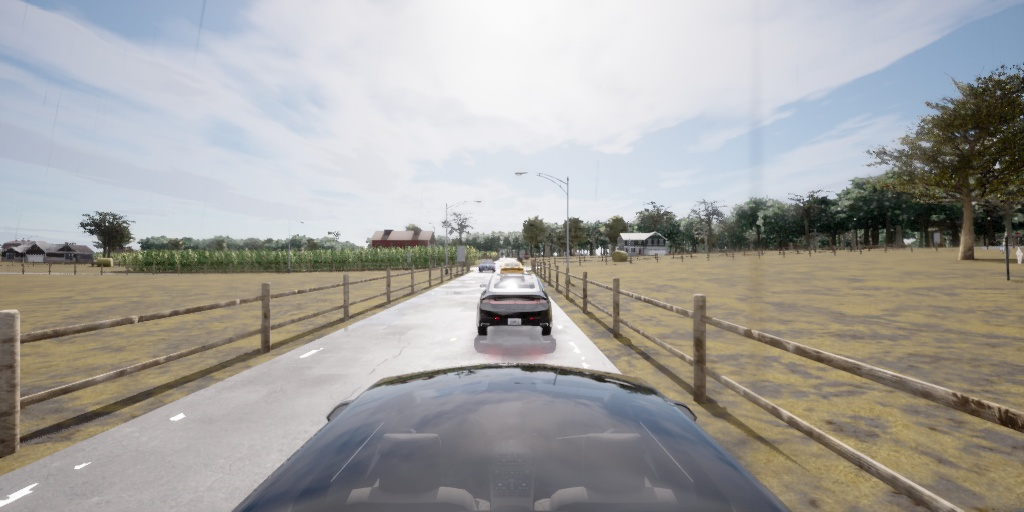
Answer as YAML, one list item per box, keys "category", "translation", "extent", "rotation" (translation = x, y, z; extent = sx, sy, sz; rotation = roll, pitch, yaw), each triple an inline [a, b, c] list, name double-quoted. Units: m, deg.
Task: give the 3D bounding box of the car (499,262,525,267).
- category: "car"
  translation: [0.006, 1.194, 29.046]
  extent: [1.882, 1.535, 5.008]
  rotation: [0, 0, 0]

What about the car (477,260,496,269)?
- category: "car"
  translation: [-2.909, 1.203, 42.584]
  extent: [1.812, 1.442, 4.674]
  rotation: [0, 0, 0]

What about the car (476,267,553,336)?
- category: "car"
  translation: [0.065, 1.241, 10.389]
  extent: [2.128, 1.511, 4.902]
  rotation: [0, 0, 0]
